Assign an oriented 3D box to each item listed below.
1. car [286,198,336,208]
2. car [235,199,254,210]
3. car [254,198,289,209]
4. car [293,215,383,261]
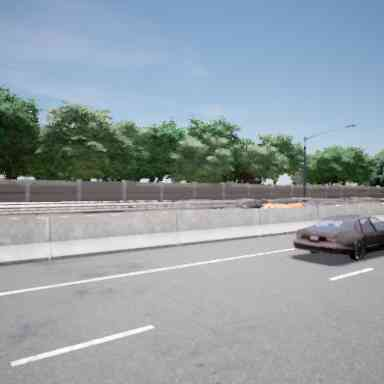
[{"bbox_3d":[10.867,1.513,28.932,4.902,1.511,2.128,0,0,-35],"label":"car"},{"bbox_3d":[6.572,1.526,34.465,4.892,1.490,1.837,0,0,-35],"label":"car"},{"bbox_3d":[8.499,1.373,31.542,4.553,1.767,2.097,0,0,-35],"label":"car"},{"bbox_3d":[6.050,1.560,12.360,5.357,1.411,2.033,0,0,-35],"label":"car"}]
